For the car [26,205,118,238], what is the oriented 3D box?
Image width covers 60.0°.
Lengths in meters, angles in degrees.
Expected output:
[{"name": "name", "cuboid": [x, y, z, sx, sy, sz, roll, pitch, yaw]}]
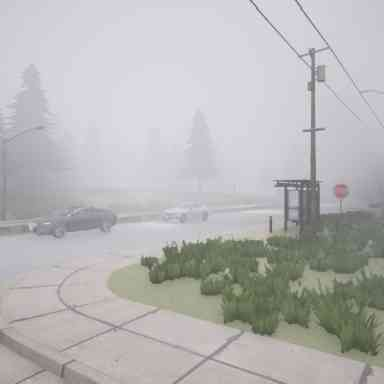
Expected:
[{"name": "car", "cuboid": [-6.244, 1.492, 17.831, 2.128, 1.511, 4.902, 0, 0, 36]}]

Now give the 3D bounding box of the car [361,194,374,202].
[{"name": "car", "cuboid": [40.349, 1.356, 76.519, 2.097, 1.767, 4.553, 0, 0, 36]}]

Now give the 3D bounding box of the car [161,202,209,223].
[{"name": "car", "cuboid": [-0.397, 1.527, 25.902, 1.812, 1.442, 4.674, 0, 0, 36]}]
